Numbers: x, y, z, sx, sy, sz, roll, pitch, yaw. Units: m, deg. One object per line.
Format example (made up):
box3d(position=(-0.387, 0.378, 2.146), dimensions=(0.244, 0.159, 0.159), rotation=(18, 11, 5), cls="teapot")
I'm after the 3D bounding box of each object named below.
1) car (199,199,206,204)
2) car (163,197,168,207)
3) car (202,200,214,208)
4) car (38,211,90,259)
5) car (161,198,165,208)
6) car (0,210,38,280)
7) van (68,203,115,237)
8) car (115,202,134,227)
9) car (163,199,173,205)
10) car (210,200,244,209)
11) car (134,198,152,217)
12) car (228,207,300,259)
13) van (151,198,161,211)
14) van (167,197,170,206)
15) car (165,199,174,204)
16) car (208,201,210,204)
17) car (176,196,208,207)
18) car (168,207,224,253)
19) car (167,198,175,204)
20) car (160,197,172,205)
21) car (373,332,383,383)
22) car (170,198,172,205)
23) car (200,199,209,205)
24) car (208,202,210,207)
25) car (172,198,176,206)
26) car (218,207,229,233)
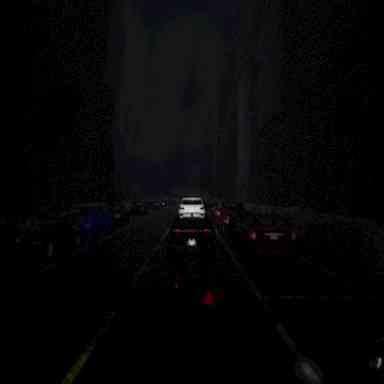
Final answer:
box3d(position=(2.731, 2.413, 86.352), dimensions=(1.802, 1.307, 4.206), rotation=(0, -1, 0), cls="car")
box3d(position=(-5.785, 2.103, 58.162), dimensions=(2.008, 1.369, 4.403), rotation=(0, -1, 0), cls="car")
box3d(position=(2.740, 2.118, 58.172), dimensions=(1.947, 1.339, 4.313), rotation=(0, -1, 0), cls="car")
box3d(position=(-5.769, 1.669, 13.071), dimensions=(1.887, 1.381, 4.507), rotation=(0, -1, 0), cls="car")
box3d(position=(-5.783, 2.022, 52.357), dimensions=(1.752, 1.417, 4.829), rotation=(0, -1, 0), cls="car")
box3d(position=(-5.768, 1.386, 7.436), dimensions=(2.192, 1.841, 5.009), rotation=(0, -1, 0), cls="car")
box3d(position=(-5.772, 1.518, 18.710), dimensions=(1.690, 1.788, 3.998), rotation=(0, -1, 0), cls="van")
box3d(position=(-5.773, 1.671, 24.345), dimensions=(1.967, 1.590, 4.097), rotation=(0, -1, 0), cls="car")
box3d(position=(-5.792, 2.341, 80.708), dimensions=(1.947, 1.339, 4.313), rotation=(0, -1, 0), cls="car")
box3d(position=(2.751, 1.546, 24.359), dimensions=(2.192, 1.841, 5.009), rotation=(0, -1, 0), cls="car")
box3d(position=(-5.777, 1.777, 35.618), dimensions=(1.967, 1.590, 4.097), rotation=(0, -1, 0), cls="car")
box3d(position=(2.755, 1.564, 13.084), dimensions=(1.967, 1.590, 4.097), rotation=(0, -1, 0), cls="car")
box3d(position=(-5.781, 1.785, 46.892), dimensions=(1.690, 1.788, 3.998), rotation=(0, -1, 0), cls="van")
box3d(position=(-5.787, 1.949, 63.801), dimensions=(1.690, 1.788, 3.998), rotation=(0, -1, 0), cls="van")
box3d(position=(-5.794, 2.397, 86.344), dimensions=(1.947, 1.339, 4.313), rotation=(0, -1, 0), cls="car")
box3d(position=(2.748, 1.903, 35.628), dimensions=(1.947, 1.339, 4.313), rotation=(0, -1, 0), cls="car")
box3d(position=(-0.009, 1.491, 29.012), dimensions=(2.150, 2.045, 5.566), rotation=(0, 0, 0), cls="car")
box3d(position=(0.000, 1.628, 14.306), dimensions=(2.128, 1.511, 4.902), rotation=(0, 0, 0), cls="car")
box3d(position=(-5.796, 2.439, 91.980), dimensions=(2.008, 1.369, 4.403), rotation=(0, -1, 0), cls="car")
box3d(position=(-5.791, 2.035, 75.074), dimensions=(2.192, 1.841, 5.009), rotation=(0, -1, 0), cls="car")
box3d(position=(2.759, 1.569, 1.812), dimensions=(2.008, 1.369, 4.403), rotation=(0, -1, 0), cls="car")
box3d(position=(-5.789, 2.104, 69.436), dimensions=(1.967, 1.590, 4.097), rotation=(0, -1, 0), cls="car")
box3d(position=(2.735, 2.302, 75.080), dimensions=(1.802, 1.307, 4.206), rotation=(0, -1, 0), cls="car")
box3d(position=(2.750, 1.828, 29.992), dimensions=(1.887, 1.381, 4.507), rotation=(0, -1, 0), cls="car")
box3d(position=(-3.023, 2.199, 70.976), dimensions=(1.812, 1.442, 4.674), rotation=(0, -1, 0), cls="car")
box3d(position=(2.754, 1.743, 18.720), dimensions=(1.947, 1.339, 4.313), rotation=(0, -1, 0), cls="car")
